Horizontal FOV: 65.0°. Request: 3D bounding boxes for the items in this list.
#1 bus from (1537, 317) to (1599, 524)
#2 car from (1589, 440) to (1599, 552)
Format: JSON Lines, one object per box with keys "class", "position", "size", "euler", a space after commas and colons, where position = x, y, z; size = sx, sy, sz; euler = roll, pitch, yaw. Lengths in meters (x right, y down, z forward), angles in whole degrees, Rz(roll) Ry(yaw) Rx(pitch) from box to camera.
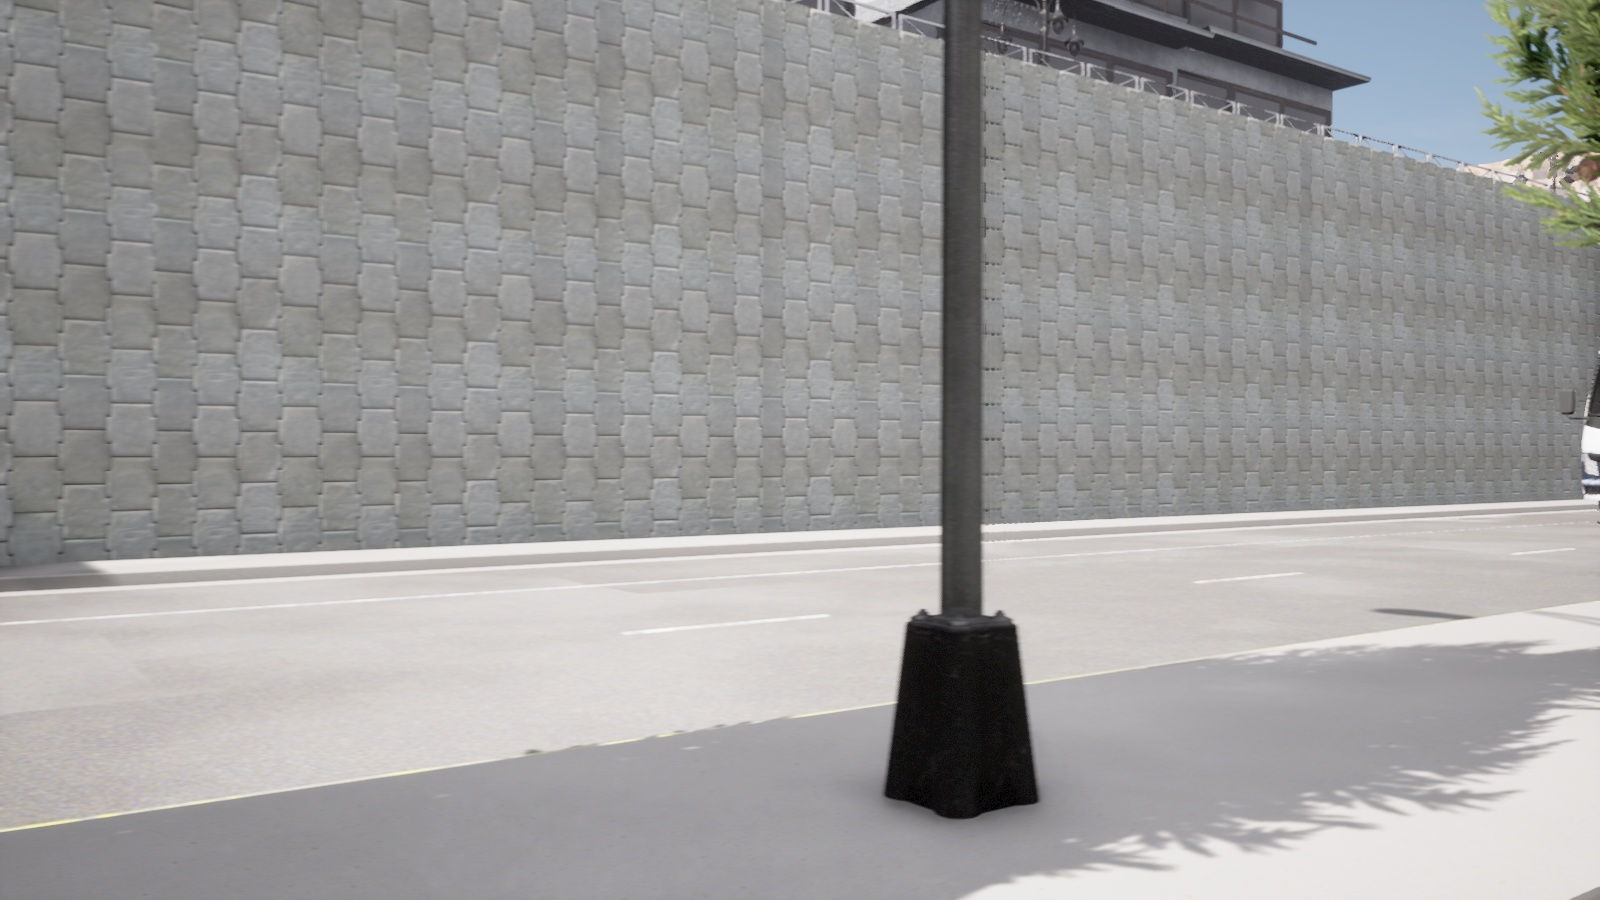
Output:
{"class": "bus", "position": [21.053, -0.607, 28.067], "size": [10.273, 4.253, 3.944], "euler": [0, 0, -35]}
{"class": "car", "position": [13.650, 0.660, 18.642], "size": [3.988, 1.617, 1.851], "euler": [0, 0, -35]}
